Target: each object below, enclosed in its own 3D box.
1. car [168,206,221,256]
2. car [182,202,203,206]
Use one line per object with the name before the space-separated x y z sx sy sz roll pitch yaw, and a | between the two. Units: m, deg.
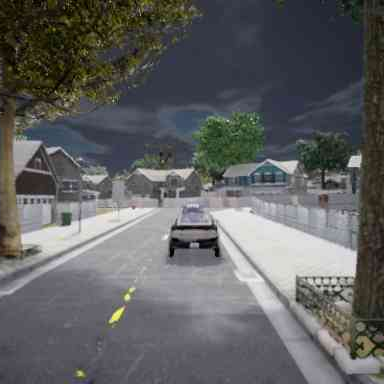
car | 0.087 1.525 13.264 2.128 1.511 4.902 0 0 0
car | 0.076 1.602 29.552 1.812 1.442 4.674 0 0 0
